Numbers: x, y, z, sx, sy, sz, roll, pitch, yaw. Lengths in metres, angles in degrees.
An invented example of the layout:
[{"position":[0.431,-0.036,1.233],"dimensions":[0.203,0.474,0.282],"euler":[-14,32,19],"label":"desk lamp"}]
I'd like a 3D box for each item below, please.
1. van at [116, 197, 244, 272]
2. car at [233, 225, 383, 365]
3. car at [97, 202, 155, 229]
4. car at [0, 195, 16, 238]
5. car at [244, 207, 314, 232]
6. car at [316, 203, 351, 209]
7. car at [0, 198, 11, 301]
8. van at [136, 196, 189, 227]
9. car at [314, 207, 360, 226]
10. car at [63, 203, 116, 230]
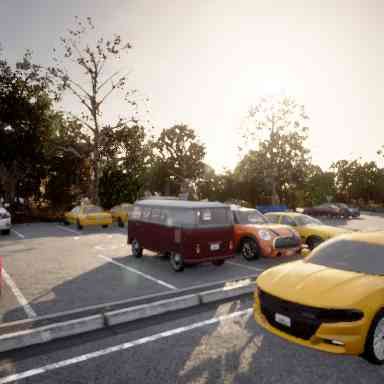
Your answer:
[{"position":[-0.633,1.264,10.960],"dimensions":[1.878,1.987,4.442],"euler":[1,0,-36],"label":"van"},{"position":[3.282,1.500,6.021],"dimensions":[5.008,1.535,1.882],"euler":[1,0,-35],"label":"car"},{"position":[-4.751,1.528,23.196],"dimensions":[1.946,1.575,5.366],"euler":[1,-1,-36],"label":"car"},{"position":[-11.425,1.205,18.129],"dimensions":[2.435,2.045,5.566],"euler":[0,0,-36],"label":"car"},{"position":[1.881,1.394,12.665],"dimensions":[2.185,1.767,4.553],"euler":[1,-1,-36],"label":"car"},{"position":[14.512,2.110,36.798],"dimensions":[2.002,1.452,4.674],"euler":[2,-1,-36],"label":"car"},{"position":[-5.603,1.198,7.265],"dimensions":[2.435,2.045,5.566],"euler":[0,0,-36],"label":"car"},{"position":[-2.305,1.344,24.585],"dimensions":[1.878,1.987,4.442],"euler":[1,-1,-36],"label":"van"},{"position":[4.374,1.557,14.193],"dimensions":[1.946,1.575,5.366],"euler":[1,-1,-36],"label":"car"},{"position":[-6.911,1.497,21.642],"dimensions":[1.946,1.575,5.366],"euler":[1,0,-36],"label":"car"}]
